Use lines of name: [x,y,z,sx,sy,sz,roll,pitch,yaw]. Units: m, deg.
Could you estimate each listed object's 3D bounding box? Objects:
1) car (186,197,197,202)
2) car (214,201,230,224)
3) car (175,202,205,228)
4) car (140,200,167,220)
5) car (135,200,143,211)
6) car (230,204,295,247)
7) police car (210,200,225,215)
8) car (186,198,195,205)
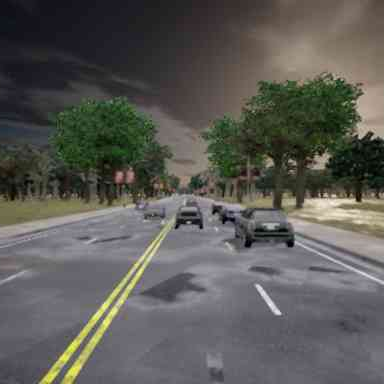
car: [-0.098,1.837,60.639,2.097,1.767,4.553,0,0,0]
car: [3.215,1.720,26.828,2.163,1.488,4.792,0,0,0]
car: [-0.170,1.697,23.643,1.837,1.490,4.892,0,0,1]
car: [-3.400,1.757,31.401,1.837,1.490,4.892,0,0,0]
car: [-6.698,1.861,46.003,2.128,1.511,4.902,0,0,0]
car: [3.239,1.480,15.764,2.097,1.767,4.553,0,0,0]
police car: [3.179,1.731,37.914,1.930,1.638,5.238,0,0,0]
car: [-0.280,2.142,74.666,1.994,1.385,4.181,0,0,0]
